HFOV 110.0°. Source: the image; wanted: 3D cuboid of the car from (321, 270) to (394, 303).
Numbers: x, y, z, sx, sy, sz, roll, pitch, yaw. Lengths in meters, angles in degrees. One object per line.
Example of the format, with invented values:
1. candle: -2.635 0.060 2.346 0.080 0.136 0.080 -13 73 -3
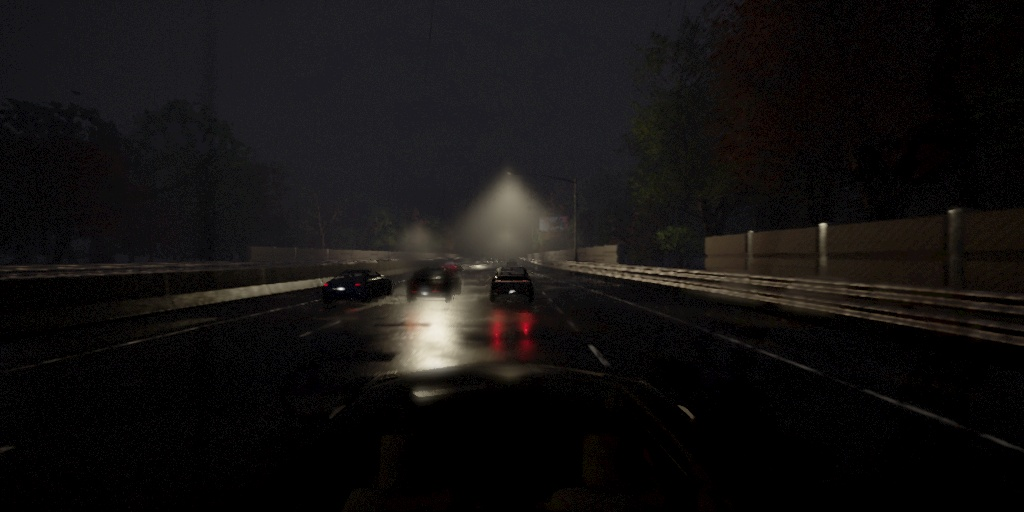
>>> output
1. car: -7.005 1.322 16.678 1.994 1.385 4.181 0 0 0

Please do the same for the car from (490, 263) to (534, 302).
1. car: -0.006 1.250 16.995 2.128 1.511 4.902 0 0 0

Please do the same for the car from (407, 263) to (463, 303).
1. car: -3.509 1.265 16.838 1.837 1.490 4.892 0 0 0
